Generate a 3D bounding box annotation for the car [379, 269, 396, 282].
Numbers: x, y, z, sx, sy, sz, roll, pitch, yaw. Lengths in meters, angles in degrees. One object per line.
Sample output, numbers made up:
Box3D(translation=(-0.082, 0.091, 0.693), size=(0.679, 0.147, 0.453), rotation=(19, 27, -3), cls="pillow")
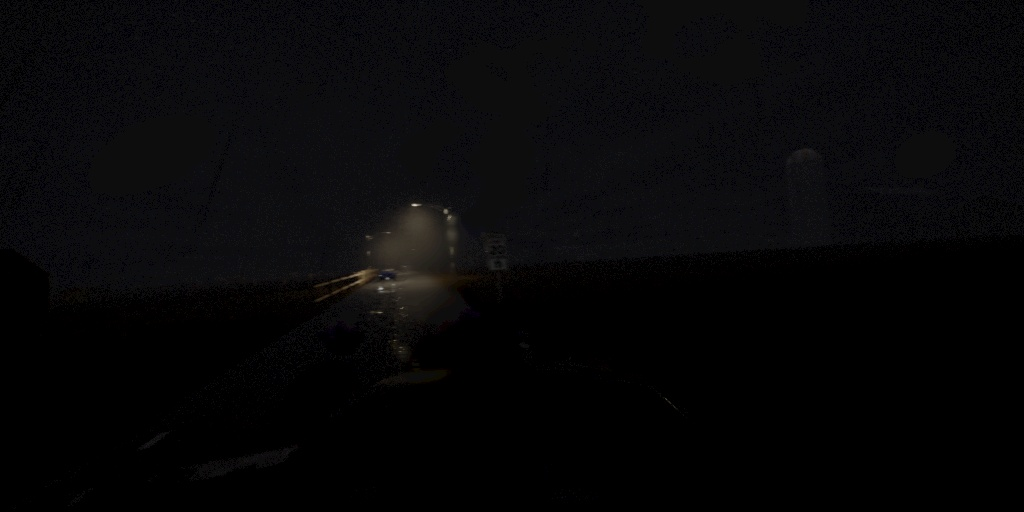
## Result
Box3D(translation=(-14.641, 2.234, 42.277), size=(1.895, 1.301, 4.718), rotation=(-3, 0, -17), cls="car")
